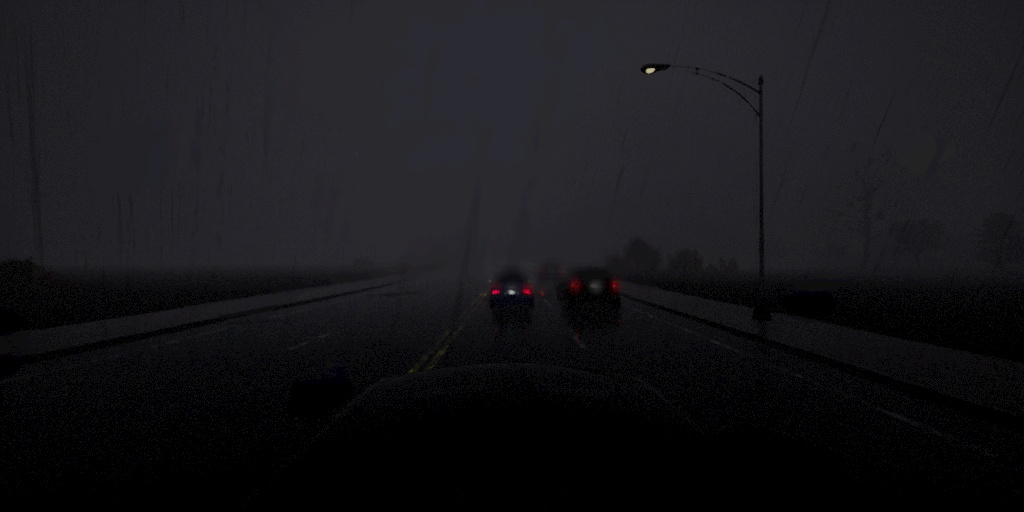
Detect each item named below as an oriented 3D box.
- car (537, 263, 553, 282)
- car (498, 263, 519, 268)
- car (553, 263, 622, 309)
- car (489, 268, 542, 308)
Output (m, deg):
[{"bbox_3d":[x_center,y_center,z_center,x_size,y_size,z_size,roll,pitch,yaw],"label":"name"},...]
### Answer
[{"bbox_3d":[3.236,1.360,30.925,2.097,1.767,4.553,0,-1,0],"label":"car"},{"bbox_3d":[-0.012,1.539,31.242,1.812,1.442,4.674,0,0,0],"label":"car"},{"bbox_3d":[3.244,1.229,15.935,2.097,1.767,4.553,0,-1,0],"label":"car"},{"bbox_3d":[-0.007,1.426,15.837,2.033,1.411,5.357,0,0,0],"label":"car"}]
